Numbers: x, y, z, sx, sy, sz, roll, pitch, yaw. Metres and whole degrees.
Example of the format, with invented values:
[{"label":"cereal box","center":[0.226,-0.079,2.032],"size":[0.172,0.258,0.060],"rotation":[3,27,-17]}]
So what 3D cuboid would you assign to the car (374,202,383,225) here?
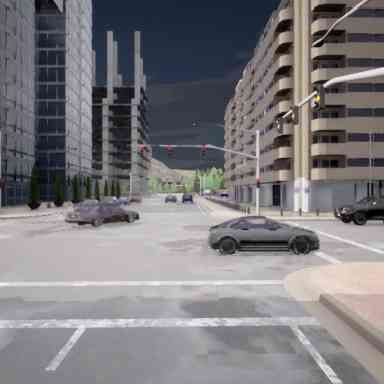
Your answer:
[{"label":"car","center":[14.294,1.547,20.281],"size":[4.902,1.511,2.128],"rotation":[0,0,-1]}]

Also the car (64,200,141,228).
[{"label":"car","center":[-6.017,1.562,22.763],"size":[2.033,1.411,5.357],"rotation":[0,0,34]}]

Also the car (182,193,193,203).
[{"label":"car","center":[-0.917,1.221,68.508],"size":[2.150,2.045,5.566],"rotation":[0,0,-1]}]

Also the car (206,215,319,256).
[{"label":"car","center":[2.655,1.612,12.856],"size":[4.181,1.385,1.994],"rotation":[0,0,-1]}]

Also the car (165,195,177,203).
[{"label":"car","center":[-4.425,1.352,69.099],"size":[2.097,1.767,4.553],"rotation":[0,0,-1]}]

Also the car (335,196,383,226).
[{"label":"car","center":[13.231,1.277,23.764],"size":[5.566,2.045,2.150],"rotation":[0,0,-1]}]

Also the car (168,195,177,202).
[{"label":"car","center":[-4.562,1.473,79.193],"size":[1.882,1.535,5.008],"rotation":[0,0,-1]}]

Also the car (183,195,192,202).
[{"label":"car","center":[-1.063,1.473,79.242],"size":[1.882,1.535,5.008],"rotation":[0,0,-1]}]

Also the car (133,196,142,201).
[{"label":"car","center":[-11.416,1.547,67.650],"size":[2.033,1.411,5.357],"rotation":[0,0,0]}]

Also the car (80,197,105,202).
[{"label":"car","center":[-11.076,1.504,35.358],"size":[1.837,1.490,4.892],"rotation":[0,0,0]}]

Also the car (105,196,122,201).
[{"label":"car","center":[-11.184,1.352,44.549],"size":[2.097,1.767,4.553],"rotation":[0,0,-1]}]

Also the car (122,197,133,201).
[{"label":"car","center":[-11.311,1.525,54.384],"size":[1.812,1.442,4.674],"rotation":[0,0,-1]}]
